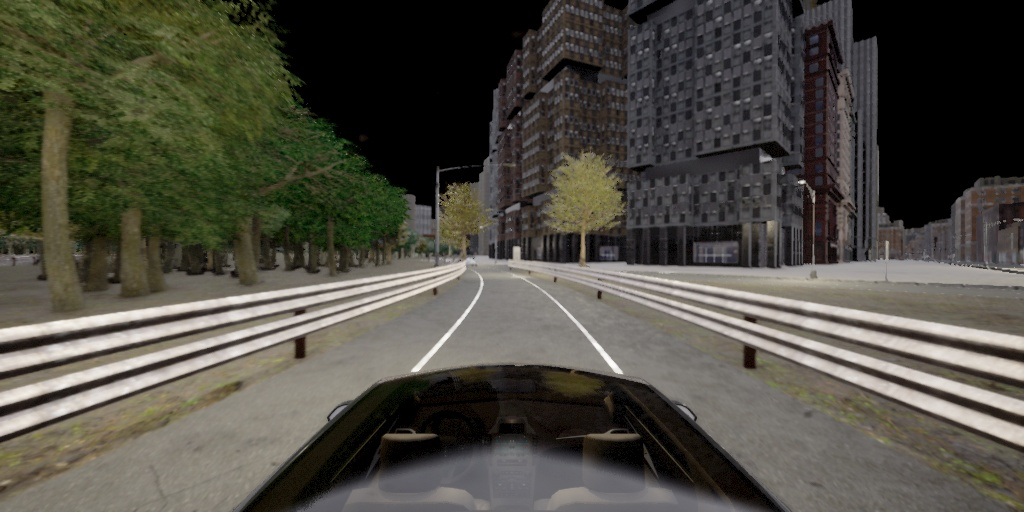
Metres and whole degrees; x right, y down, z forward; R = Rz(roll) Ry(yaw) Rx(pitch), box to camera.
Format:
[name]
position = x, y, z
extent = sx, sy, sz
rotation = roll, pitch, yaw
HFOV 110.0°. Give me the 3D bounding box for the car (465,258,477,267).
[car]
position = -7.137, 1.037, 61.024
extent = 1.812, 1.442, 4.674
rotation = 0, 0, -18
